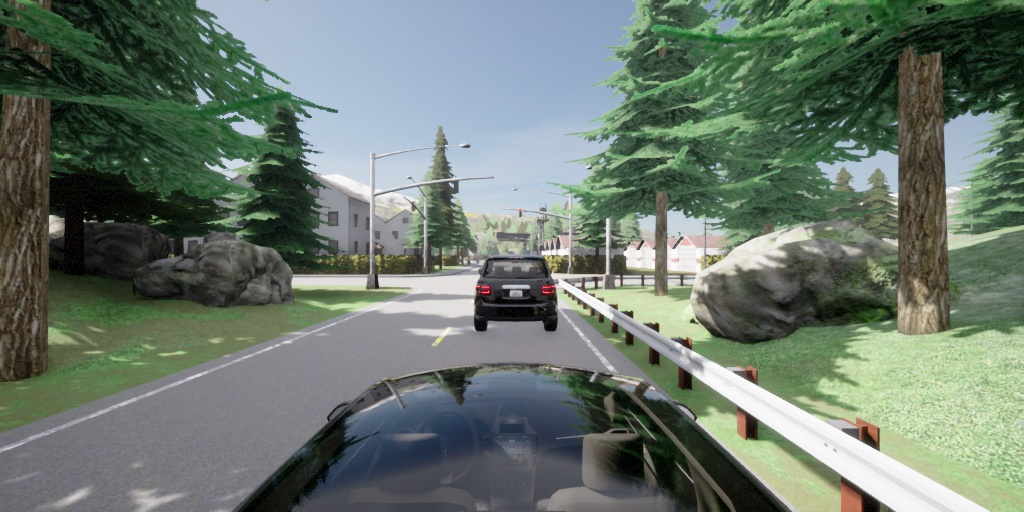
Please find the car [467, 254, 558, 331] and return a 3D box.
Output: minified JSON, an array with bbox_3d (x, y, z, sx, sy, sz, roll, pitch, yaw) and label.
[{"bbox_3d":[0.104,0.971,11.072,2.150,2.045,5.566,0,0,0],"label":"car"}]
